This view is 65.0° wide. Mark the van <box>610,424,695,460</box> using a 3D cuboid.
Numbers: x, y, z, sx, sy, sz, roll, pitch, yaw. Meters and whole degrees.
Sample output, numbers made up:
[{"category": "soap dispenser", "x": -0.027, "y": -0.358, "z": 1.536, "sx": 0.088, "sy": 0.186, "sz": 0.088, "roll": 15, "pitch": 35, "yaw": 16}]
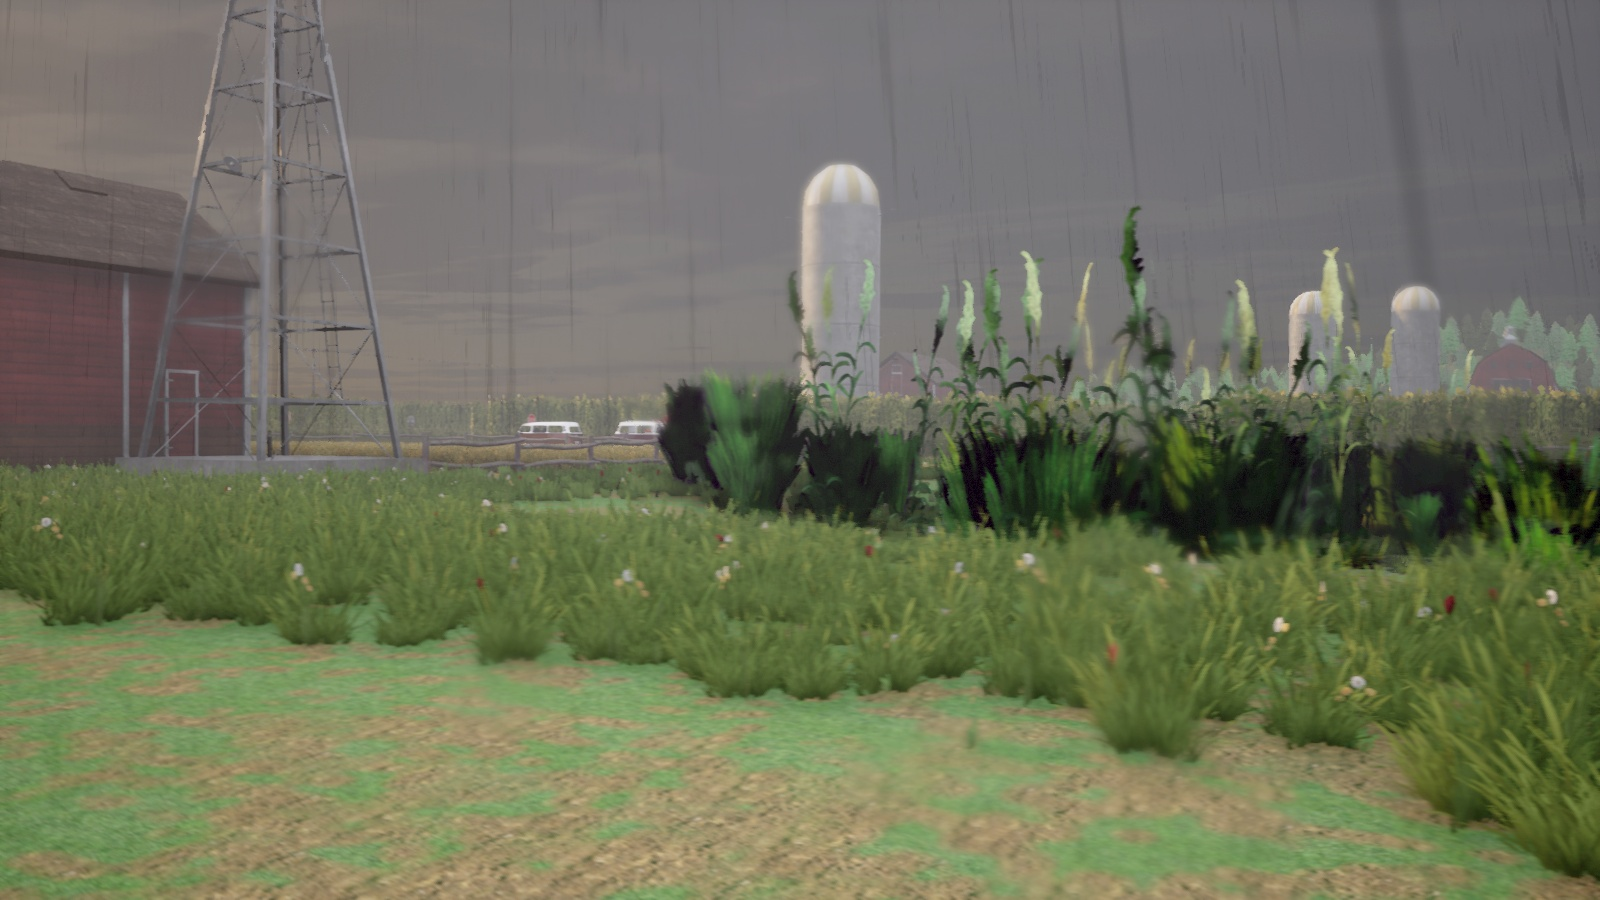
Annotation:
[{"category": "van", "x": -8.513, "y": -0.458, "z": 72.491, "sx": 4.480, "sy": 2.038, "sz": 2.069, "roll": 0, "pitch": 1, "yaw": 28}]

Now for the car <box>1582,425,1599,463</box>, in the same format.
[{"category": "car", "x": 33.483, "y": -0.244, "z": 50.212, "sx": 3.633, "sy": 1.501, "sz": 1.845, "roll": 0, "pitch": 1, "yaw": 28}]

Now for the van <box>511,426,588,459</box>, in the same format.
[{"category": "van", "x": -15.930, "y": -0.492, "z": 79.935, "sx": 4.480, "sy": 2.038, "sz": 2.069, "roll": 0, "pitch": 1, "yaw": 28}]
